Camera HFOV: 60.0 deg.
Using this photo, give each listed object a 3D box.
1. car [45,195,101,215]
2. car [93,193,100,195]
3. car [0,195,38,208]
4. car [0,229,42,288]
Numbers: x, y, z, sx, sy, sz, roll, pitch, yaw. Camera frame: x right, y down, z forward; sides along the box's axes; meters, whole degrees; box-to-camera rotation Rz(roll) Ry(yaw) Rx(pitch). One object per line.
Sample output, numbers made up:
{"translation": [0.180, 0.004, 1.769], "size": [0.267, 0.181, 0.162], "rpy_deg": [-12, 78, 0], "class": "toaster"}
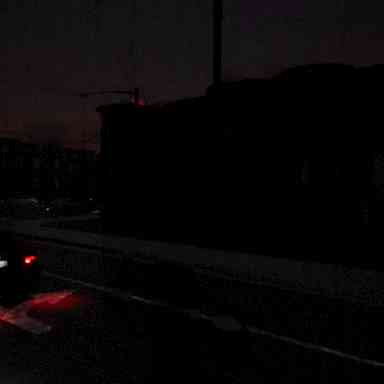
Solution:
{"translation": [-10.859, 1.232, 30.044], "size": [1.812, 1.442, 4.674], "rpy_deg": [1, 0, 37], "class": "car"}
{"translation": [-12.770, 0.940, 45.573], "size": [2.097, 1.767, 4.553], "rpy_deg": [1, 0, 36], "class": "car"}
{"translation": [-21.001, 1.073, 40.118], "size": [1.812, 1.442, 4.674], "rpy_deg": [1, 0, 36], "class": "car"}
{"translation": [-5.751, 1.443, 8.075], "size": [5.357, 1.411, 2.033], "rpy_deg": [1, 0, 38], "class": "car"}
